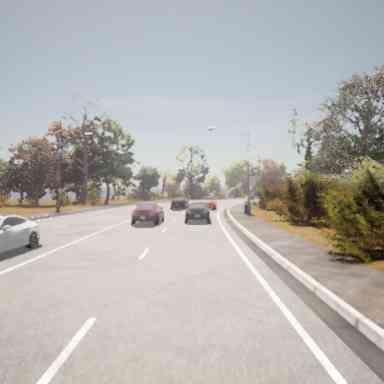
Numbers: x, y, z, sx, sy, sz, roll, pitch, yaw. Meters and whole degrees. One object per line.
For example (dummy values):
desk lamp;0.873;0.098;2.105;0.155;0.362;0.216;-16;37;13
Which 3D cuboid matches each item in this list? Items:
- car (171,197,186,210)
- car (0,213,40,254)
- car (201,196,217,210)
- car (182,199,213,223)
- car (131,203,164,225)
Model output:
car;-1.426;1.426;42.653;1.882;1.535;5.008;0;0;8
car;-7.049;1.505;11.657;1.812;1.442;4.674;0;0;1
car;2.051;1.305;42.194;2.097;1.767;4.553;0;0;8
car;0.468;1.492;25.234;1.812;1.442;4.674;0;0;2
car;-3.091;1.493;23.726;1.812;1.442;4.674;0;0;2
